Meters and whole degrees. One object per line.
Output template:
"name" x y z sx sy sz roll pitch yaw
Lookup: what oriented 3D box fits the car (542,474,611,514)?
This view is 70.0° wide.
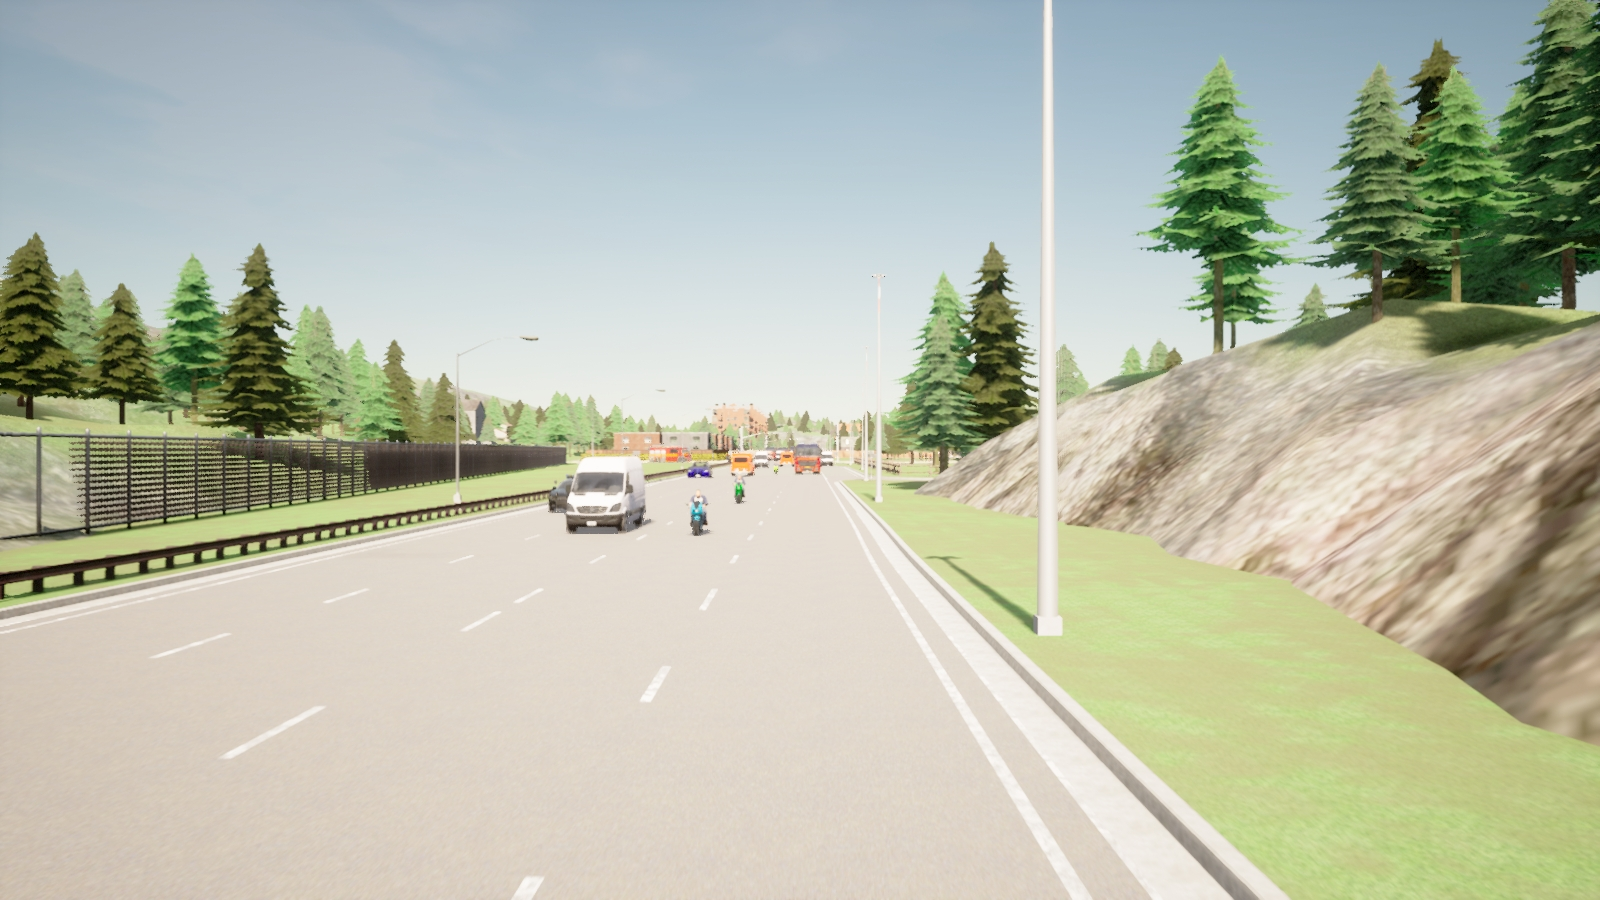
"car" -10.181 1.977 52.519 2.097 1.638 5.238 0 0 0

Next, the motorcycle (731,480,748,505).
"motorcycle" -3.133 2.181 59.244 0.803 1.199 2.033 0 0 0

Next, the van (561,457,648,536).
"van" -6.790 1.531 40.335 1.988 2.561 5.915 0 0 1

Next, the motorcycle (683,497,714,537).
"motorcycle" -3.322 2.182 37.434 0.803 1.199 2.033 0 0 1
